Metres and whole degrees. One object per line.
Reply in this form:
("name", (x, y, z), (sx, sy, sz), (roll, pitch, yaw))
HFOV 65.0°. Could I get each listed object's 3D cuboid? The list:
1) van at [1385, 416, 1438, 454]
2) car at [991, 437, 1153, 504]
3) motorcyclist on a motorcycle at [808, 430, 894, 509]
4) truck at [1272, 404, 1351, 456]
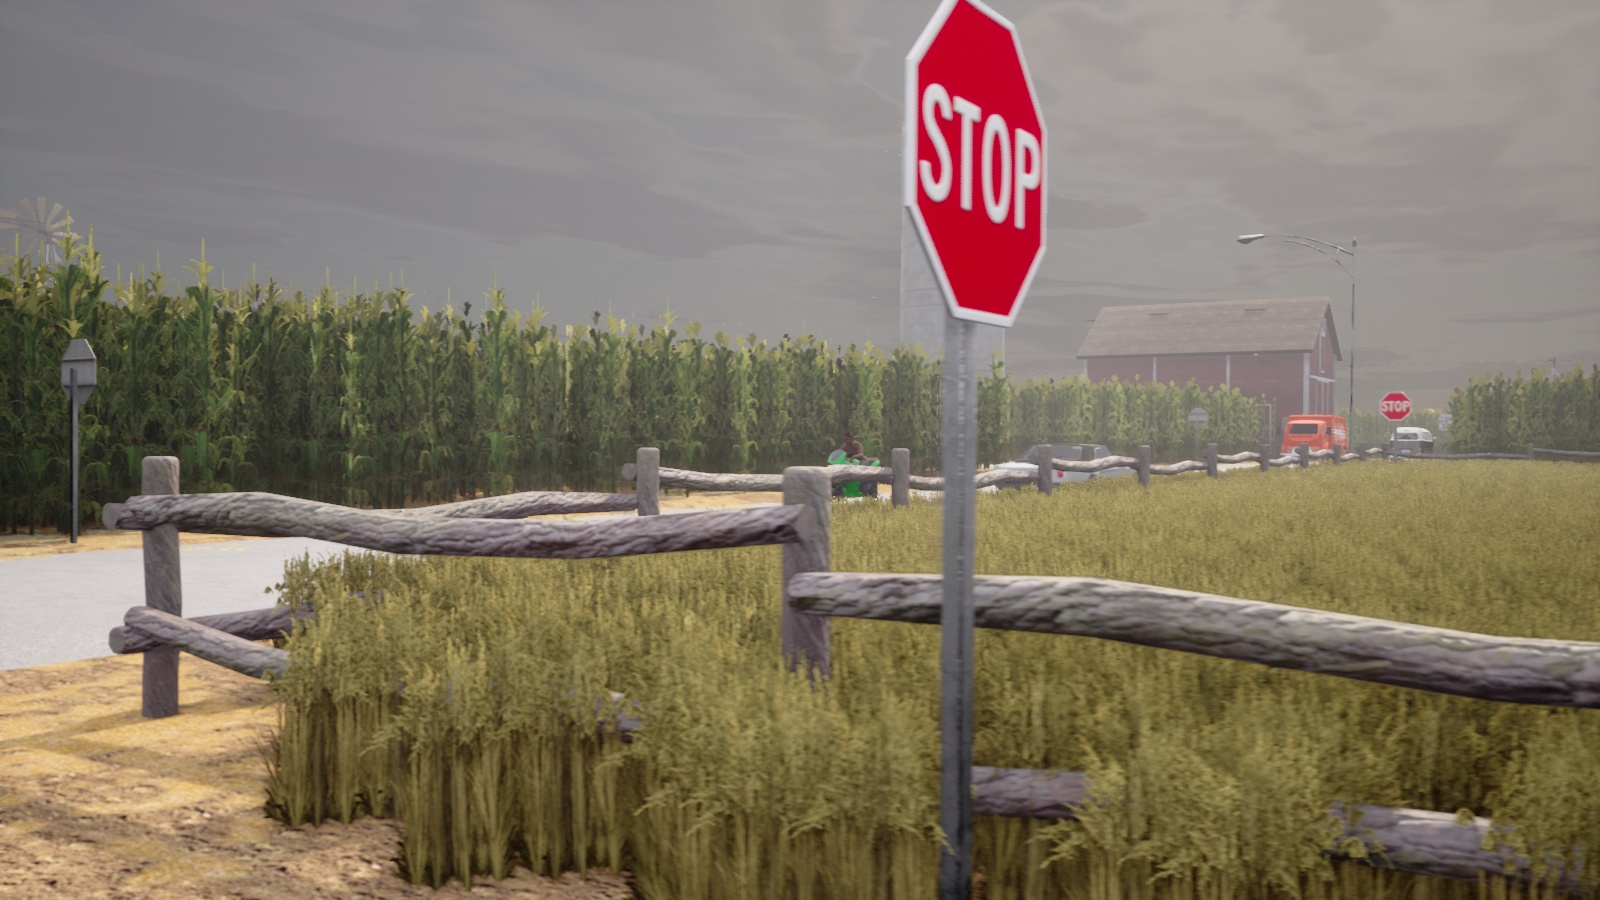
("van", (33.748, -0.812, 69.239), (2.069, 2.038, 4.480), (0, 0, 34))
("car", (6.097, 0.394, 27.739), (1.895, 1.301, 4.718), (0, 1, 34))
("motorcyclist on a motorcycle", (1.062, 0.372, 25.774), (0.797, 1.523, 2.044), (0, 1, 34))
("truck", (25.490, -0.956, 62.436), (2.627, 2.467, 5.204), (0, 0, 34))
